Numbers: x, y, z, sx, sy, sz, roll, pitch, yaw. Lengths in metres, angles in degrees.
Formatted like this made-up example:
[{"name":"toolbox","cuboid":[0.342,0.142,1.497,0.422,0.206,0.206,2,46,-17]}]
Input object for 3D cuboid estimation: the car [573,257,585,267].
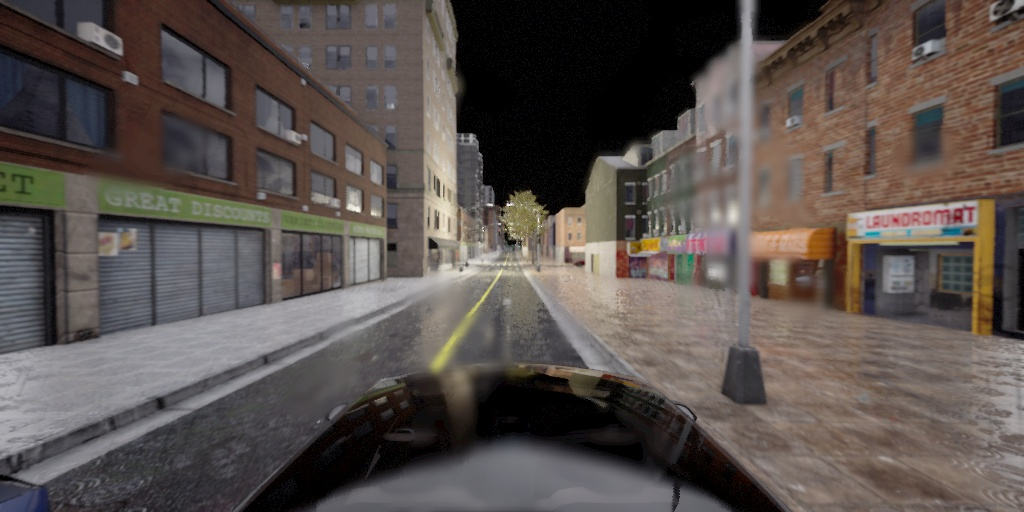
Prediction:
[{"name":"car","cuboid":[12.717,0.965,59.707,5.009,1.841,2.192,0,0,0]}]
